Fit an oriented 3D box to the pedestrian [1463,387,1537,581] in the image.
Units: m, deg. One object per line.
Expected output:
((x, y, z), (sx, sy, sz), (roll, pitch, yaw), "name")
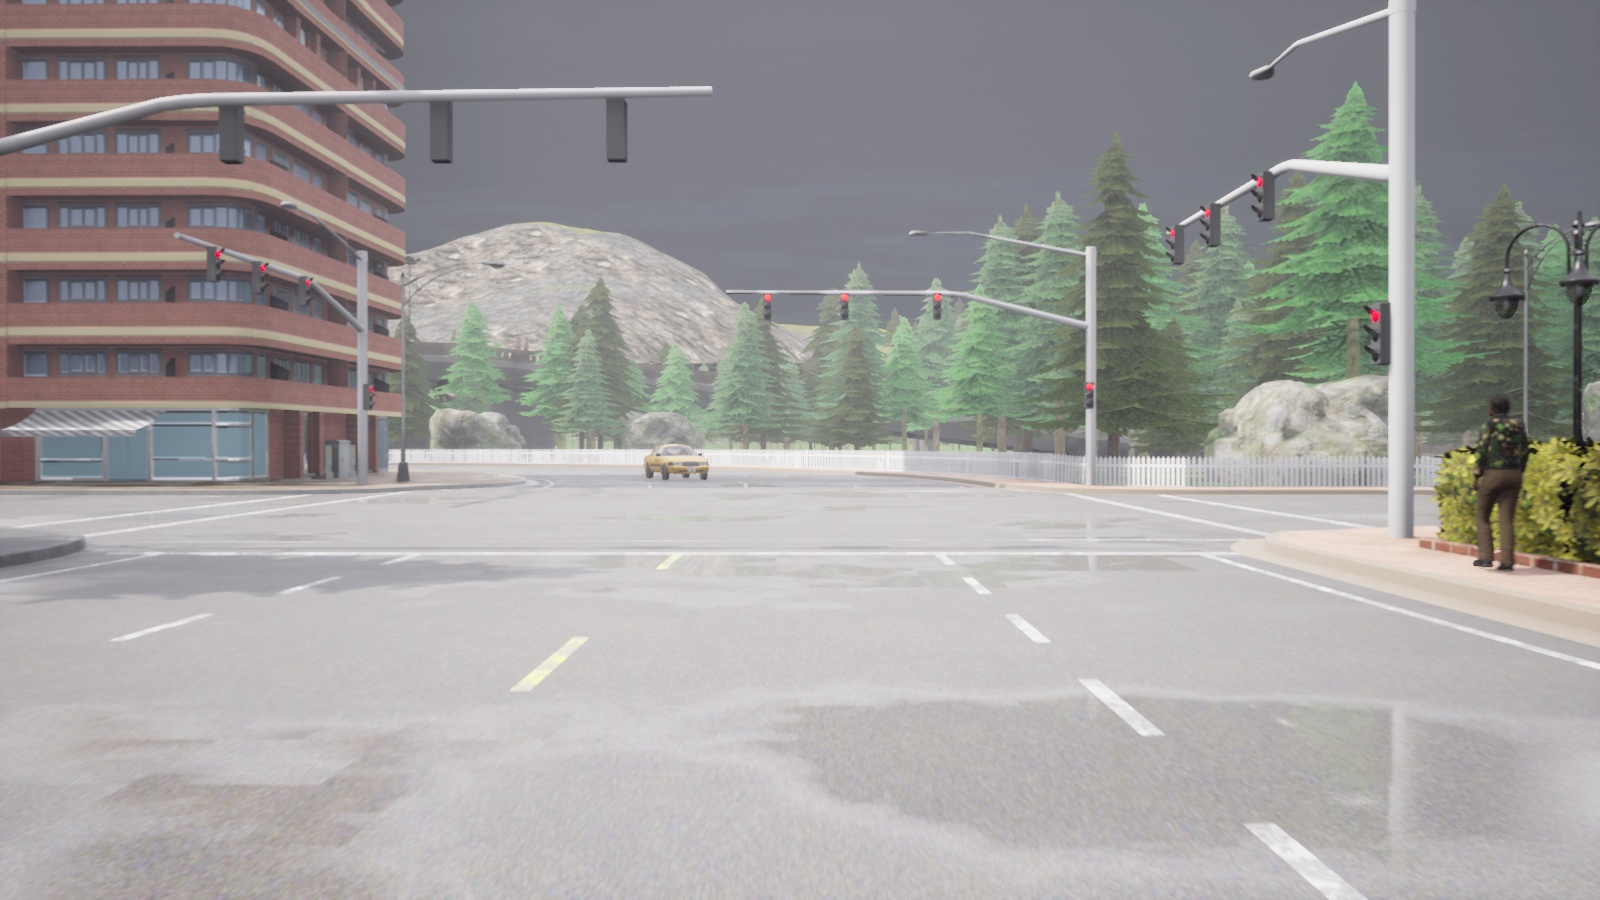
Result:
((7.142, 0.334, 12.832), (0.395, 1.930, 0.692), (0, 0, 4), "pedestrian")

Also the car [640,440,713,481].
((-5.131, 0.393, 51.498), (1.801, 1.575, 5.366), (0, 0, -19), "car")
